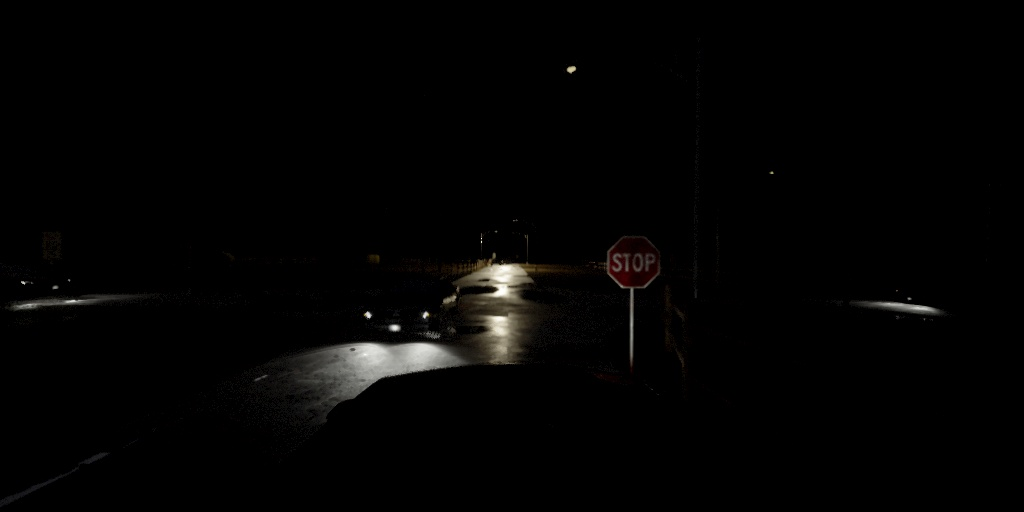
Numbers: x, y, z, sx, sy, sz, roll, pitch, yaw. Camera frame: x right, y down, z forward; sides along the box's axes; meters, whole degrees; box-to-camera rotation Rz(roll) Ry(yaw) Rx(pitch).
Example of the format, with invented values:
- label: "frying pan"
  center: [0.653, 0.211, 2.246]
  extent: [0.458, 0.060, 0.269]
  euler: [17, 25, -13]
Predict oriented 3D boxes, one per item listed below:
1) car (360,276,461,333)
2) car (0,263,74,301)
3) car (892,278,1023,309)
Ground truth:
- label: "car"
  center: [-2.756, 1.333, 11.122]
  extent: [2.033, 1.411, 5.357]
  euler: [0, 0, 0]
- label: "car"
  center: [-21.284, 0.993, 14.879]
  extent: [4.674, 1.442, 1.812]
  euler: [1, 1, 0]
- label: "car"
  center: [22.782, 1.818, 18.172]
  extent: [5.357, 1.411, 2.033]
  euler: [1, 1, 0]
